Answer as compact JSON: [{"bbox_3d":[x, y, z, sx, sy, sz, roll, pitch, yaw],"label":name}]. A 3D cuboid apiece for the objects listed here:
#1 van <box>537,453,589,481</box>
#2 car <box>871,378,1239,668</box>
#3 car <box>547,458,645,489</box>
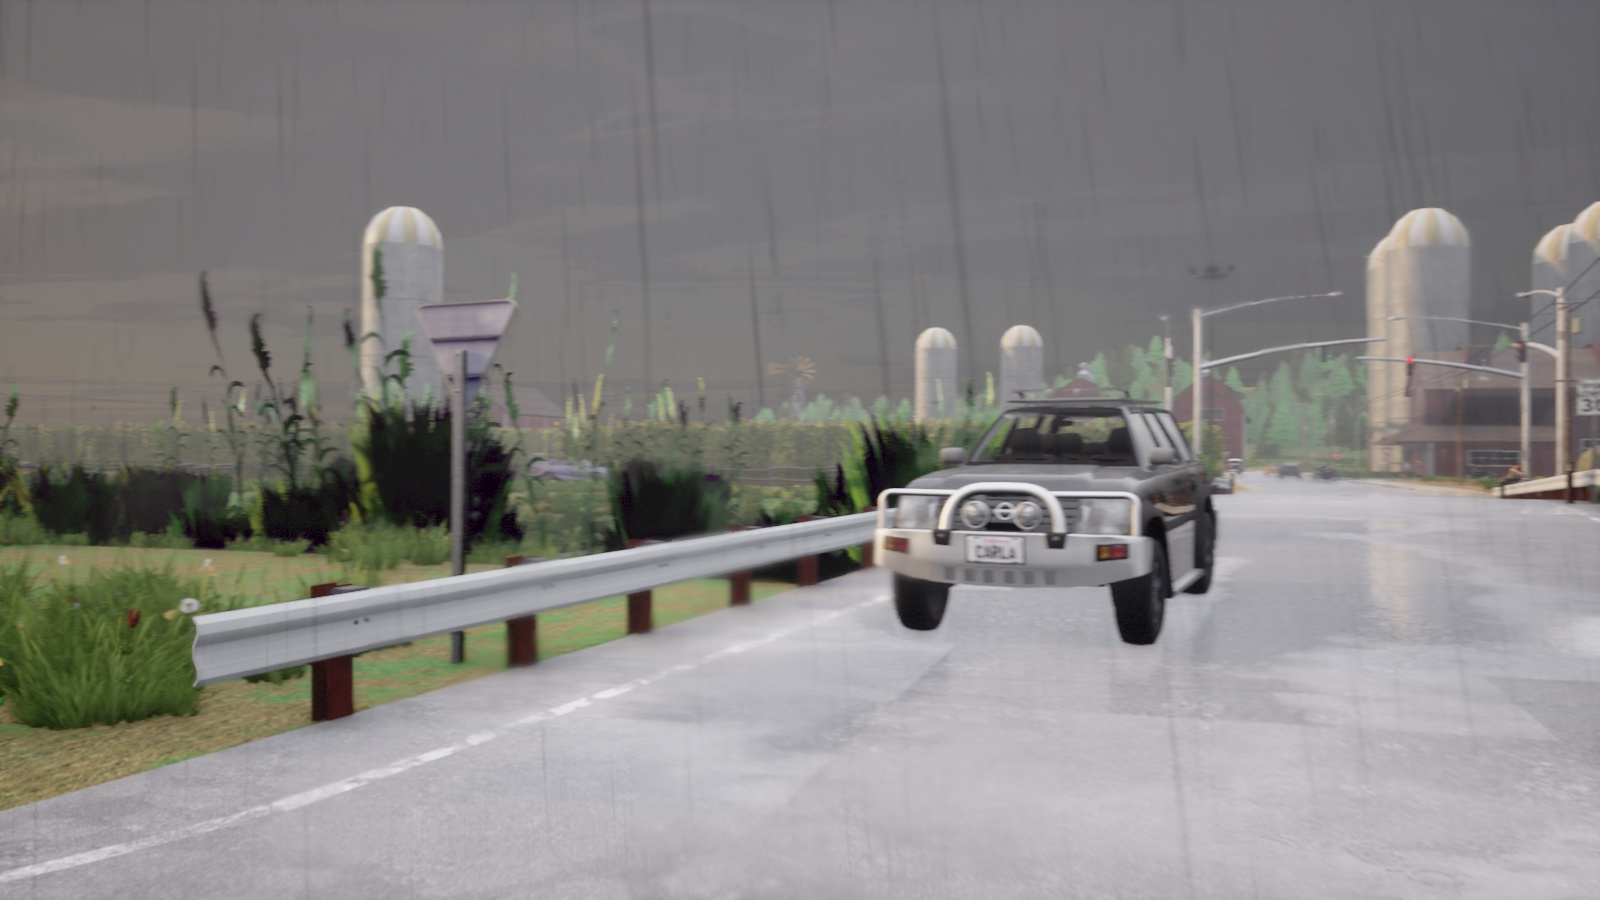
[{"bbox_3d":[-17.125,1.246,90.985,1.775,1.987,4.442,0,0,19],"label":"van"},{"bbox_3d":[2.376,0.415,10.491,1.932,1.855,4.605,0,1,26],"label":"car"},{"bbox_3d":[-11.088,1.246,68.273,4.856,1.649,2.033,0,0,18],"label":"car"}]
